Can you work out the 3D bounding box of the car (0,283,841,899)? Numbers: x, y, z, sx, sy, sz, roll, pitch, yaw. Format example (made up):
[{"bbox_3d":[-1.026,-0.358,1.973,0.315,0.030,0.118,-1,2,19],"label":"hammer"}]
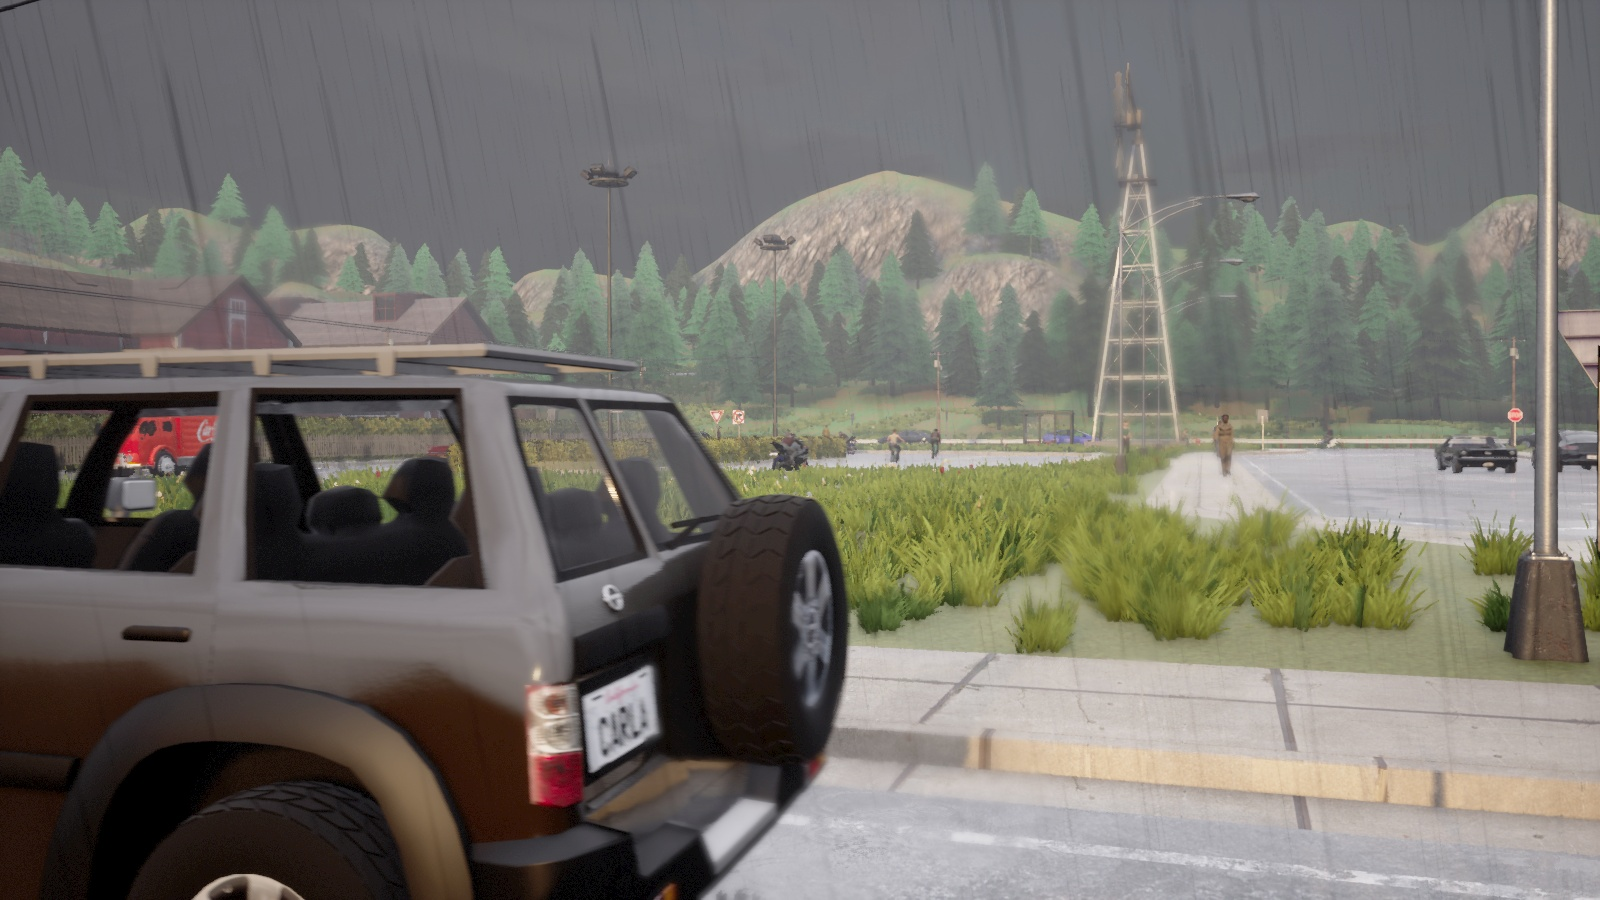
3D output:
[{"bbox_3d":[-2.343,0.570,4.012,4.605,1.855,1.932,0,1,16],"label":"car"}]

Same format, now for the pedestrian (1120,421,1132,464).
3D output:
[{"bbox_3d":[14.229,-0.332,54.803,0.345,1.836,0.594,0,1,-4],"label":"pedestrian"}]

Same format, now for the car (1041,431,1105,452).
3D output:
[{"bbox_3d":[20.738,-0.677,95.440,4.514,1.525,2.007,1,1,19],"label":"car"}]

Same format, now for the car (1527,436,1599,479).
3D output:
[{"bbox_3d":[27.543,0.239,44.779,1.812,1.442,4.674,1,1,18],"label":"car"}]

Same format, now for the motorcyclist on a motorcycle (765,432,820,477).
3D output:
[{"bbox_3d":[-0.252,0.150,44.411,0.866,1.530,2.191,-1,0,34],"label":"motorcyclist on a motorcycle"}]

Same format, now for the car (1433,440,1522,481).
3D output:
[{"bbox_3d":[23.559,0.314,43.824,1.895,1.301,4.718,1,1,18],"label":"car"}]

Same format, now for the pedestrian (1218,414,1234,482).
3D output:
[{"bbox_3d":[12.223,-0.049,36.023,0.396,1.930,0.692,0,1,17],"label":"pedestrian"}]
